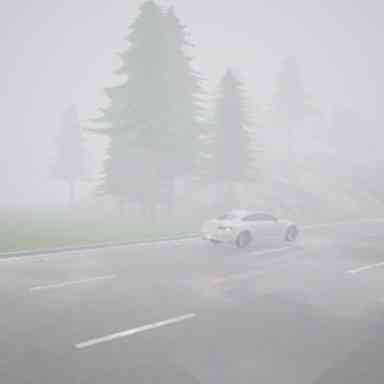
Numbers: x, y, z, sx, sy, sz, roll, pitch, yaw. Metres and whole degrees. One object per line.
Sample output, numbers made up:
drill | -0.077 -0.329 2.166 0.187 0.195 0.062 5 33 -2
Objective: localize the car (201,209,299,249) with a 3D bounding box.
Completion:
car | 2.531 1.465 14.149 4.674 1.442 1.812 -1 0 -35
